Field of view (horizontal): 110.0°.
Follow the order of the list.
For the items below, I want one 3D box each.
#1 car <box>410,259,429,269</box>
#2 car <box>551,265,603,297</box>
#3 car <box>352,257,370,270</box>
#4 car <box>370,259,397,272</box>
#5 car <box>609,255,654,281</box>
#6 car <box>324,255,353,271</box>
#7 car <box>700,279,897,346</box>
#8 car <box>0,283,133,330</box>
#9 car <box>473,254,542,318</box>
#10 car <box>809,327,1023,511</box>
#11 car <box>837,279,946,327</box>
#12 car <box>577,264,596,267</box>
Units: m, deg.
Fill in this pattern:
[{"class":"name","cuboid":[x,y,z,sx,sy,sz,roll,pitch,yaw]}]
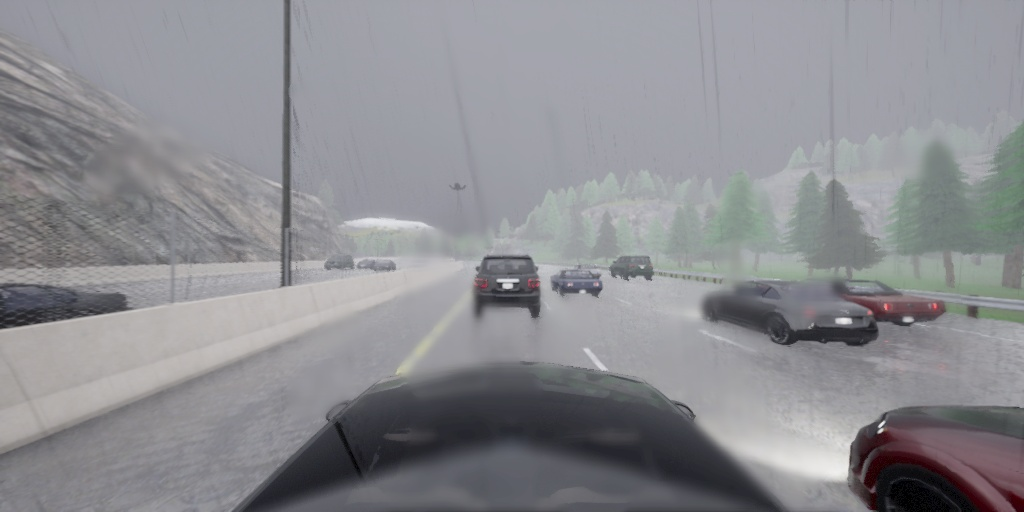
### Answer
[{"class":"car","cuboid":[-12.123,1.171,47.203,1.812,1.442,4.674,0,0,-5]},{"class":"car","cuboid":[3.201,1.340,18.669,1.895,1.301,4.718,0,0,-1]},{"class":"car","cuboid":[-19.236,1.109,48.139,2.128,1.511,4.902,0,0,-6]},{"class":"car","cuboid":[-15.349,1.164,43.601,1.812,1.442,4.674,0,0,-4]},{"class":"car","cuboid":[9.958,0.970,30.253,2.150,2.045,5.566,0,0,-1]},{"class":"car","cuboid":[-22.649,0.828,47.348,2.150,2.045,5.566,0,0,-5]},{"class":"car","cuboid":[6.898,1.329,9.513,1.994,1.385,4.181,0,0,-1]},{"class":"car","cuboid":[-10.750,1.251,6.876,2.033,1.411,5.357,0,0,-1]},{"class":"car","cuboid":[-0.179,0.956,13.127,2.150,2.045,5.566,0,0,-1]},{"class":"car","cuboid":[3.578,1.328,0.971,1.994,1.385,4.181,0,0,-1]},{"class":"car","cuboid":[10.351,1.375,11.631,1.895,1.301,4.718,0,0,-1]},{"class":"car","cuboid":[6.420,1.334,31.681,1.895,1.301,4.718,0,0,-1]}]
